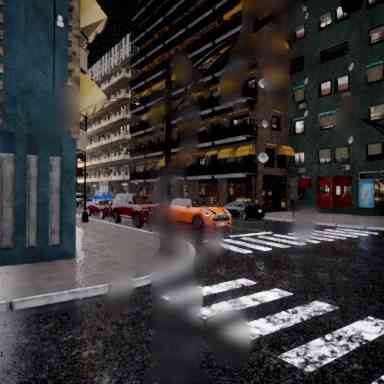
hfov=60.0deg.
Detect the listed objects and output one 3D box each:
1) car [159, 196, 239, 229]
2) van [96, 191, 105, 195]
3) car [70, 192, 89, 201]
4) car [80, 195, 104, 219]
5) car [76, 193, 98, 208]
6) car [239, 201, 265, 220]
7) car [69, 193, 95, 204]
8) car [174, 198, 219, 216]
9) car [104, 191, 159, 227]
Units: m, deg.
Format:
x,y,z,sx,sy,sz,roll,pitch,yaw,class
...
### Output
x,y,z,sx,sy,sz,roll,pitch,yaw,class
0.294,1.126,19.894,2.097,1.767,4.553,1,0,-37,car
-12.733,0.726,47.759,1.690,1.788,3.998,2,0,-36,van
-19.267,0.769,56.784,1.887,1.381,4.507,2,0,-36,car
-6.489,1.183,24.825,1.887,1.381,4.507,2,0,-36,car
-12.722,0.979,37.862,1.812,1.442,4.674,1,0,-36,car
3.588,1.353,25.192,1.947,1.339,4.313,2,0,-36,car
-15.764,0.889,47.427,2.033,1.411,5.357,1,0,-36,car
0.323,1.288,29.705,1.802,1.307,4.206,2,0,-36,car
-3.217,1.034,20.312,2.192,1.841,5.009,2,0,-36,car
